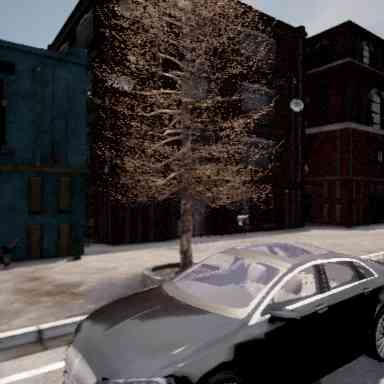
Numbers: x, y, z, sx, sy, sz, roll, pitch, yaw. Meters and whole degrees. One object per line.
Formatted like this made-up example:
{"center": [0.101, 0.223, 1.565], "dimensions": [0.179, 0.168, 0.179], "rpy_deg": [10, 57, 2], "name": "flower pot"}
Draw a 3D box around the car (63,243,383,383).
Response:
{"center": [0.937, 1.500, 4.344], "dimensions": [4.902, 1.511, 2.128], "rpy_deg": [0, 0, -35], "name": "car"}
